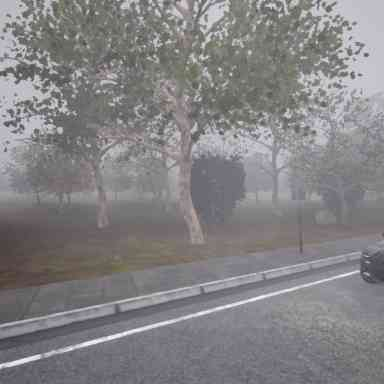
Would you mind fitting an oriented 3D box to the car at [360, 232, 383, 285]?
[{"bbox_3d":[6.205,1.459,8.405,5.008,1.535,1.882,0,0,-35],"label":"car"}]
